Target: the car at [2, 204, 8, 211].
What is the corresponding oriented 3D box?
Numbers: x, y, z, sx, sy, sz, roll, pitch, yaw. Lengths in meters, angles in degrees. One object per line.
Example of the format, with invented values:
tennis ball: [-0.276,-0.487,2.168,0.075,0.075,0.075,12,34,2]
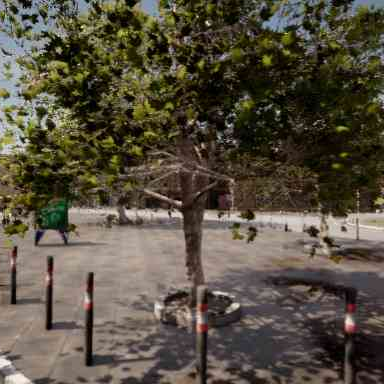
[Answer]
car: [-25.996,1.840,43.059,2.185,1.767,4.553,-1,-1,29]
